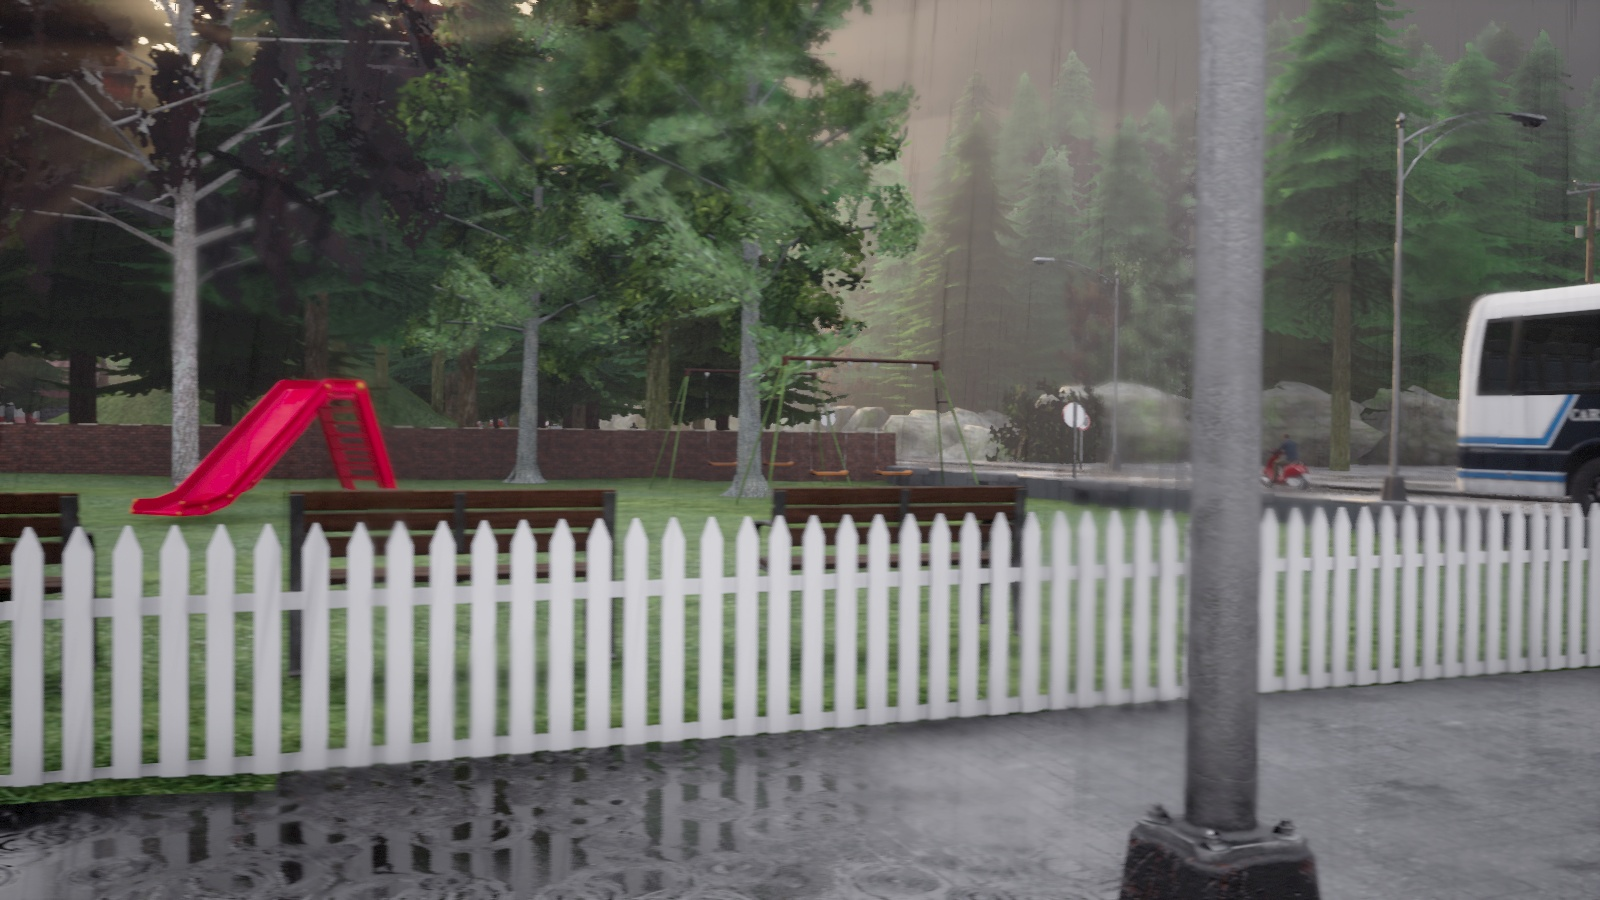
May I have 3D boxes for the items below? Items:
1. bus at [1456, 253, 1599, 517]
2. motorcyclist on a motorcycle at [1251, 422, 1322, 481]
[{"bbox_3d":[15.597,-1.050,18.711,3.944,4.253,10.273,-1,1,-21],"label":"bus"},{"bbox_3d":[13.606,0.034,35.177,0.866,1.590,1.817,-1,1,-21],"label":"motorcyclist on a motorcycle"}]
